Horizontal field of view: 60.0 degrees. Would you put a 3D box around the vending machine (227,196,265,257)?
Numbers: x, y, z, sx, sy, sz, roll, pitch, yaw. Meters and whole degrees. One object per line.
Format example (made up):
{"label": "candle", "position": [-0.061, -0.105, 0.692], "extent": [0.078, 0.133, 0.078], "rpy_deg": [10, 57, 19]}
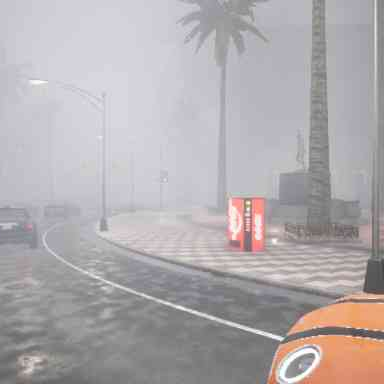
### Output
{"label": "vending machine", "position": [1.979, 1.195, 12.184], "extent": [1.100, 2.100, 0.880], "rpy_deg": [0, 0, -42]}

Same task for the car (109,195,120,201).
{"label": "car", "position": [-20.711, 1.513, 89.385], "extent": [2.161, 1.482, 4.786], "rpy_deg": [0, 0, 3]}

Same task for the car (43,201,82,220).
{"label": "car", "position": [-10.805, 1.492, 28.068], "extent": [2.128, 1.511, 4.902], "rpy_deg": [0, 0, -1]}

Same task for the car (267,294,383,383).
{"label": "car", "position": [2.833, 1.351, 2.245], "extent": [4.553, 1.767, 2.097], "rpy_deg": [0, 0, 33]}

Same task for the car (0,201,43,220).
{"label": "car", "position": [-14.920, 1.564, 28.705], "extent": [1.994, 1.385, 4.181], "rpy_deg": [0, 0, 4]}

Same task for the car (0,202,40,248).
{"label": "car", "position": [-7.893, 1.352, 14.332], "extent": [2.097, 1.767, 4.553], "rpy_deg": [0, 0, -27]}
